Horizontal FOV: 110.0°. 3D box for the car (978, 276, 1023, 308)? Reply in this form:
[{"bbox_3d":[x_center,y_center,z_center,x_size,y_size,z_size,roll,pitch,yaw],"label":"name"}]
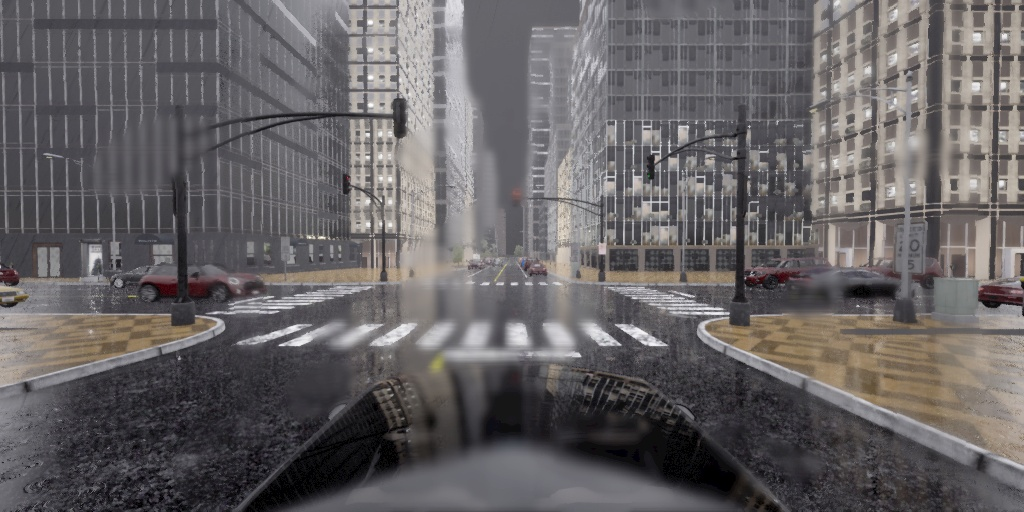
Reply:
[{"bbox_3d":[20.184,1.417,13.505,4.207,1.307,1.802,0,0,0],"label":"car"}]

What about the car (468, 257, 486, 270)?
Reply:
[{"bbox_3d":[-5.297,1.168,52.328,1.967,1.591,4.097,0,0,0],"label":"car"}]

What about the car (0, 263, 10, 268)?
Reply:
[{"bbox_3d":[-32.558,1.078,21.472,4.097,1.591,1.967,0,0,0],"label":"car"}]

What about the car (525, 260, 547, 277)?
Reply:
[{"bbox_3d":[2.544,1.319,35.776,1.802,1.307,4.207,0,0,0],"label":"car"}]

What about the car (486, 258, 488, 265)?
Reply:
[{"bbox_3d":[-5.295,1.307,57.853,1.802,1.307,4.207,0,0,0],"label":"car"}]

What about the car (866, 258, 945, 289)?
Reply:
[{"bbox_3d":[22.900,1.032,21.649,5.009,1.841,2.192,0,0,0],"label":"car"}]

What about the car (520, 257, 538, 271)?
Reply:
[{"bbox_3d":[2.570,1.046,46.826,2.192,1.841,5.009,0,0,0],"label":"car"}]

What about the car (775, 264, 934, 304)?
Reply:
[{"bbox_3d":[15.233,1.280,16.179,4.902,1.511,2.128,0,1,0],"label":"car"}]

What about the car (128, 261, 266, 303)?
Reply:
[{"bbox_3d":[-13.739,1.094,16.123,4.553,1.767,2.097,0,1,0],"label":"car"}]

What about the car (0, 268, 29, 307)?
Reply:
[{"bbox_3d":[-21.257,1.301,13.426,4.829,1.417,1.751,0,0,0],"label":"car"}]

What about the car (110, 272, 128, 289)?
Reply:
[{"bbox_3d":[-21.442,1.205,21.564,4.403,1.370,2.007,0,0,0],"label":"car"}]

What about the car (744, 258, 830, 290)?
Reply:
[{"bbox_3d":[16.568,1.024,21.637,5.009,1.841,2.192,0,0,0],"label":"car"}]
